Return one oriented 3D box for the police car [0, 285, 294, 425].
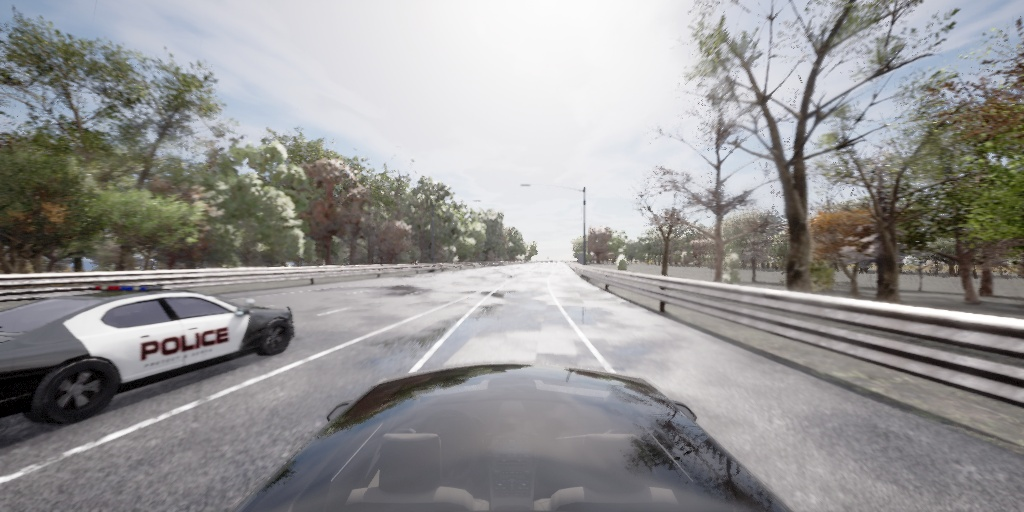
[{"bbox_3d":[-5.904,1.264,5.939,2.038,1.542,4.974,0,-1,8],"label":"police car"}]
